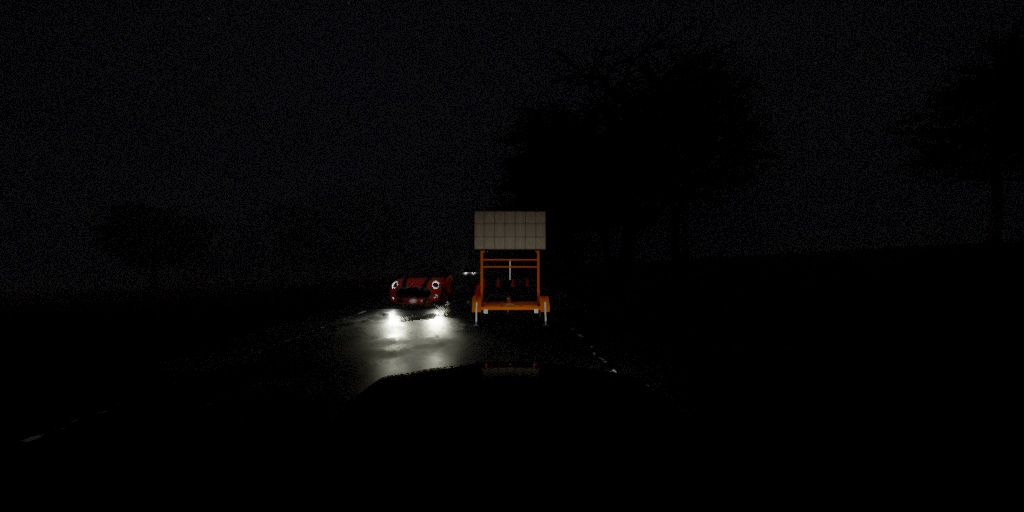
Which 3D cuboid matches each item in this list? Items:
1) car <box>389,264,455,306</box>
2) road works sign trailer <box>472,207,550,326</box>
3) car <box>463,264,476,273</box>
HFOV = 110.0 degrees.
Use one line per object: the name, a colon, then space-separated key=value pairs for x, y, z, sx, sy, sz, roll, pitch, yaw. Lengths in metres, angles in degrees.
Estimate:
car: x=-3.829 y=1.146 z=15.868 sx=2.097 sy=1.767 sz=4.553 roll=0 pitch=-1 yaw=-2
road works sign trailer: x=-0.065 y=0.231 z=11.701 sx=2.380 sy=3.560 sz=2.880 roll=0 pitch=0 yaw=-2
car: x=-6.877 y=1.954 z=58.226 sx=2.033 sy=1.411 sz=5.357 roll=0 pitch=-1 yaw=-6
